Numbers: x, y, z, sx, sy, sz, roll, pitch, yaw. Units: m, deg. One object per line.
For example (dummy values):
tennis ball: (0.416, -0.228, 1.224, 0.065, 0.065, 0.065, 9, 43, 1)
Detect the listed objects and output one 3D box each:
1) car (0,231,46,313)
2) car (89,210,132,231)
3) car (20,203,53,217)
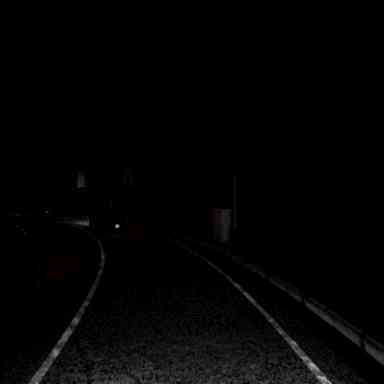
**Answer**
car: (-4.248, 1.565, 6.226, 2.128, 1.511, 4.902, 0, -1, -8)
car: (-5.698, 1.857, 22.687, 1.895, 1.301, 4.718, 1, -1, -28)
car: (-16.714, 1.882, 35.802, 4.674, 1.442, 1.812, 0, -1, 40)
